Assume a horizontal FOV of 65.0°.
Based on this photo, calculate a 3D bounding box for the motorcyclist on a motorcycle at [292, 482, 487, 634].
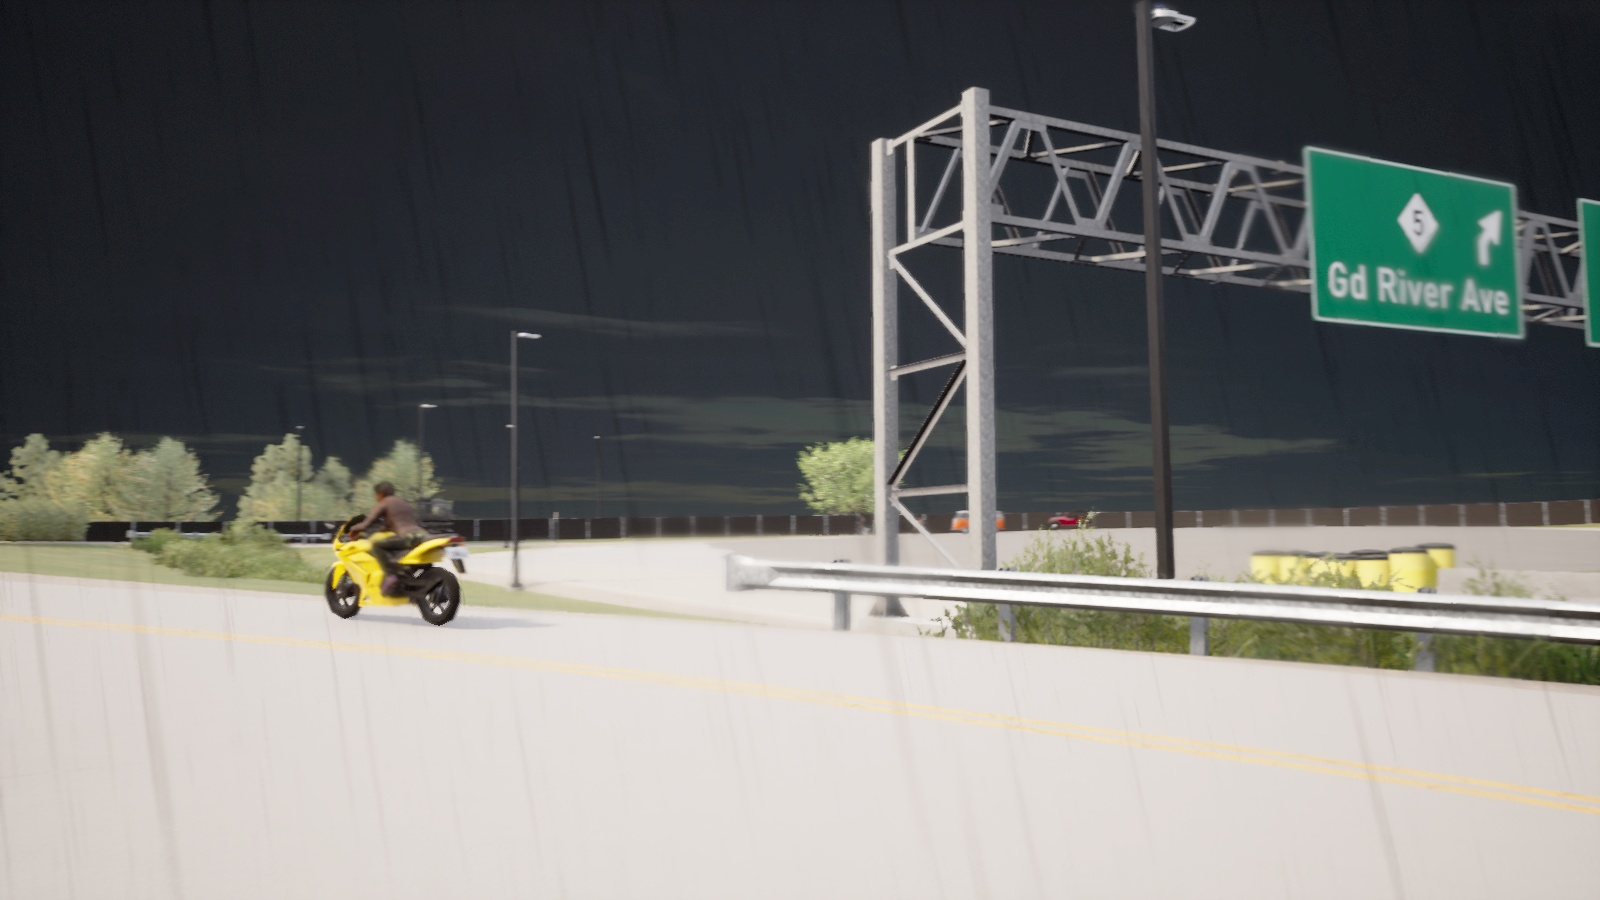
[{"bbox_3d":[-4.429,1.121,13.518,2.044,1.523,0.797,-1,-3,29],"label":"motorcyclist on a motorcycle"}]

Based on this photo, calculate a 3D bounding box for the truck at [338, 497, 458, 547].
[{"bbox_3d":[-29.332,5.326,91.695,7.936,3.462,2.891,3,-5,-24],"label":"truck"}]
